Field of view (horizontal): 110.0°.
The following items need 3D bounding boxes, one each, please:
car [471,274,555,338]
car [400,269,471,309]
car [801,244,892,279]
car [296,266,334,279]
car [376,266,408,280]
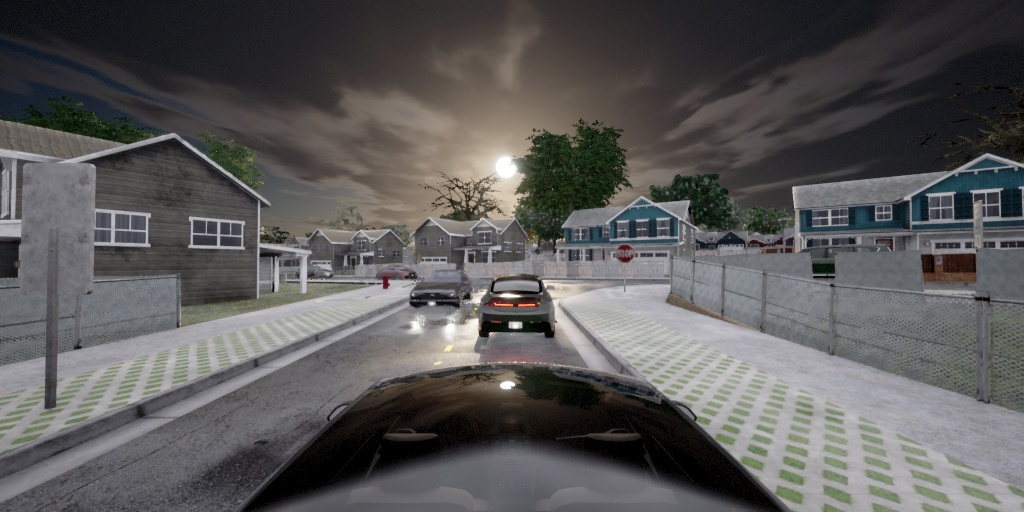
[{"bbox_3d":[0.170,1.258,10.228,1.837,1.490,4.892,0,0,2],"label":"car"},{"bbox_3d":[-2.789,1.302,15.310,2.033,1.411,5.357,0,0,1],"label":"car"},{"bbox_3d":[15.927,0.484,18.450,5.566,2.045,2.150,-2,-2,36],"label":"car"},{"bbox_3d":[-21.718,1.849,39.472,4.902,1.511,2.128,-2,-2,30],"label":"car"},{"bbox_3d":[-10.458,1.561,32.690,4.181,1.385,1.994,-2,-2,32],"label":"car"}]
